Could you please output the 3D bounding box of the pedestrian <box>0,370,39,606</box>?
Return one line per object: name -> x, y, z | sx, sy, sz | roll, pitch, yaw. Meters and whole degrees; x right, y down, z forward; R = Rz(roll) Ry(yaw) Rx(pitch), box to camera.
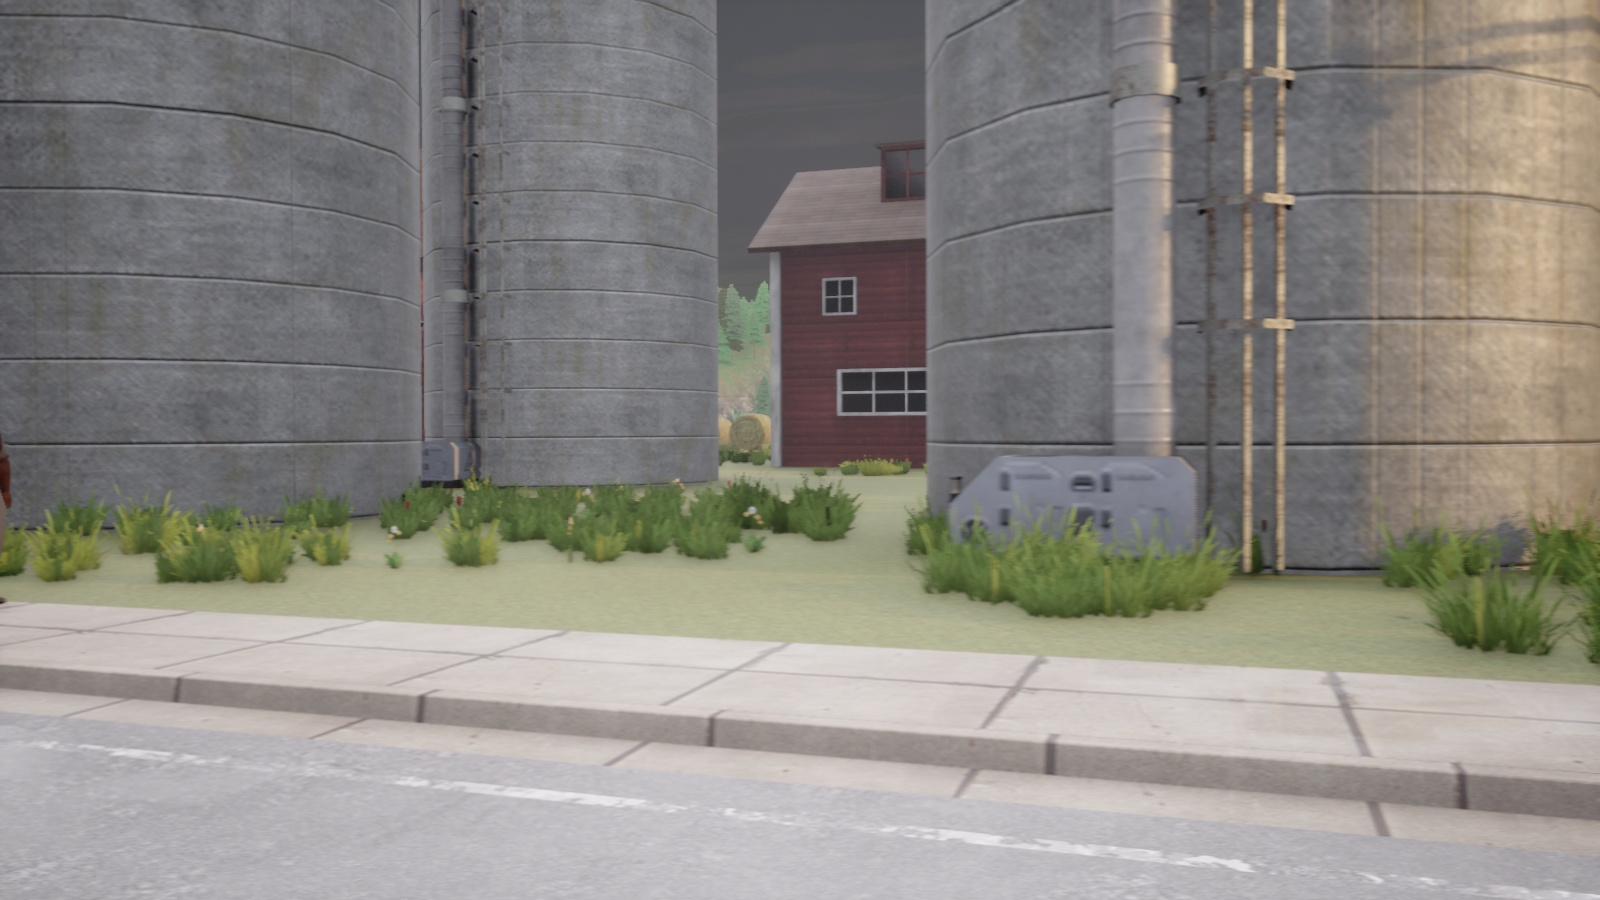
pedestrian -> -6.749, 0.296, 10.213 | 0.849, 1.883, 0.563 | 1, 1, 24
